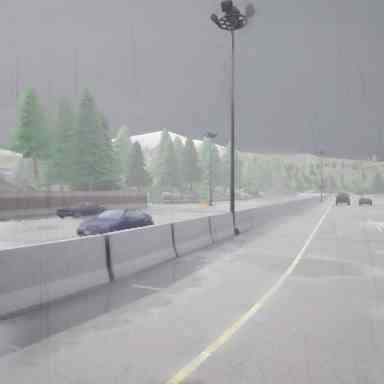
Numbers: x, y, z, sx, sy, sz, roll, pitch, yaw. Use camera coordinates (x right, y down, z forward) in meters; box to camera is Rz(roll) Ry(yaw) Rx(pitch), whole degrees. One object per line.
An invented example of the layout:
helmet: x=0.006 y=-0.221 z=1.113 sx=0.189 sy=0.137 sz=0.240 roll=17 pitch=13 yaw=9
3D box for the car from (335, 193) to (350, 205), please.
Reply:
car: x=25.972 y=1.212 z=57.346 sx=2.150 sy=2.045 sz=5.566 roll=0 pitch=0 yaw=24

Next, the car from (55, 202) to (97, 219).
car: x=-9.601 y=1.600 z=29.178 sx=1.895 sy=1.301 sz=4.718 roll=0 pitch=0 yaw=24

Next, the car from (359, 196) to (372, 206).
car: x=29.458 y=1.482 z=56.577 sx=2.128 sy=1.511 sz=4.902 roll=0 pitch=0 yaw=24

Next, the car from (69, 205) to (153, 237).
car: x=-3.663 y=1.525 z=16.762 sx=1.812 sy=1.442 sz=4.674 roll=0 pitch=0 yaw=24
